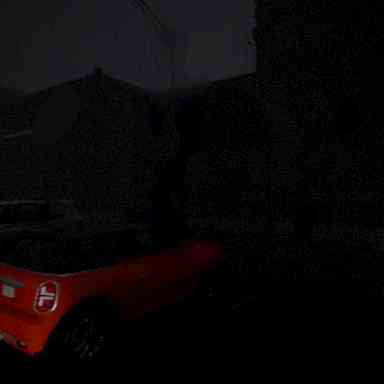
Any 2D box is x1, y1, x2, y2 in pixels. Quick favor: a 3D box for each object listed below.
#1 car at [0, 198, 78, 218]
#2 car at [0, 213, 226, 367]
[{"bbox_3d":[-5.735,1.232,9.412,2.435,2.045,5.566,0,0,35],"label":"car"},{"bbox_3d":[-1.216,1.348,6.185,2.185,1.767,4.553,0,0,36],"label":"car"}]
